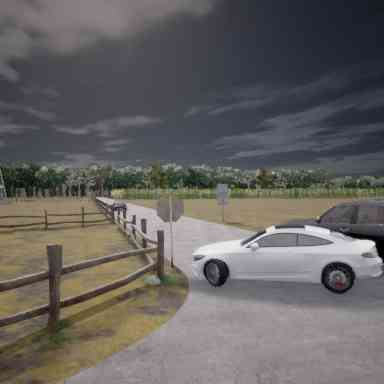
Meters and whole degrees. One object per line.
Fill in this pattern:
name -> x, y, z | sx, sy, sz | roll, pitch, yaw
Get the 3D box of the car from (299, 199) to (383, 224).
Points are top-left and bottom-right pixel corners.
car -> 5.104, 1.226, 9.809 | 2.150, 2.045, 5.566 | -2, 0, -40

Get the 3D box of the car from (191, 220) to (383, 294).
car -> 2.299, 1.612, 8.706 | 4.674, 1.442, 1.812 | -2, 0, 16

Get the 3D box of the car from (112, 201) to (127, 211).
car -> -10.823, 1.981, 49.471 | 2.033, 1.411, 5.357 | -2, 0, -18
